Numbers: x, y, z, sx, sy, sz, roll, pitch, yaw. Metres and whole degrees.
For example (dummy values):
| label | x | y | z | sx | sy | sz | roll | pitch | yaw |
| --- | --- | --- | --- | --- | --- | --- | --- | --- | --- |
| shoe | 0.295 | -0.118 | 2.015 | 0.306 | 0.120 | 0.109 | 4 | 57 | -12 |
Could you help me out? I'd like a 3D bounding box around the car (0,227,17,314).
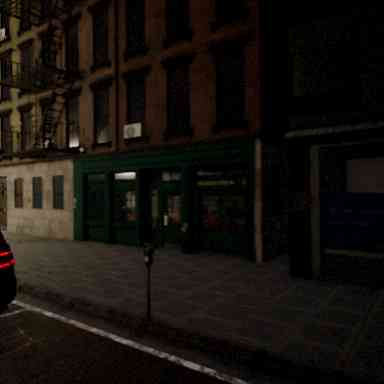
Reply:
| label | x | y | z | sx | sy | sz | roll | pitch | yaw |
| --- | --- | --- | --- | --- | --- | --- | --- | --- | --- |
| car | -5.576 | 1.313 | 6.377 | 5.566 | 2.045 | 2.150 | -1 | 0 | 36 |
